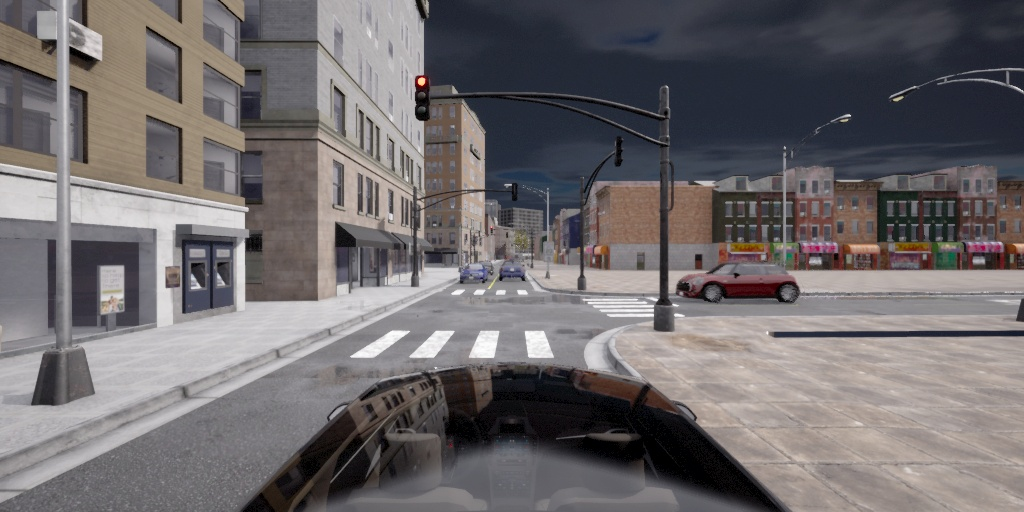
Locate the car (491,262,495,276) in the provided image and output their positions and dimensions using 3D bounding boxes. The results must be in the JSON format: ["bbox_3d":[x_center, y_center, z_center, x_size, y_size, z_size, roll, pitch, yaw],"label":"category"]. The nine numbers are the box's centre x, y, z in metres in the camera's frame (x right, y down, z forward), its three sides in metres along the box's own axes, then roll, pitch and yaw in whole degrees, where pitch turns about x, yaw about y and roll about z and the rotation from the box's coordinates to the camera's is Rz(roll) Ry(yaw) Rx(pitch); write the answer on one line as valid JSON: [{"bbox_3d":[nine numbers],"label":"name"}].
[{"bbox_3d":[-2.884,1.262,38.023,1.837,1.490,4.892,0,0,0],"label":"car"}]

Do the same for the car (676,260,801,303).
[{"bbox_3d":[9.704,1.059,15.673,4.553,1.767,2.097,0,0,2],"label":"car"}]

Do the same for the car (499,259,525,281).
[{"bbox_3d":[0.022,1.107,30.542,2.097,1.767,4.553,0,0,0],"label":"car"}]

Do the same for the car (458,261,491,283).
[{"bbox_3d":[-2.872,1.279,27.775,1.812,1.442,4.674,0,0,0],"label":"car"}]
